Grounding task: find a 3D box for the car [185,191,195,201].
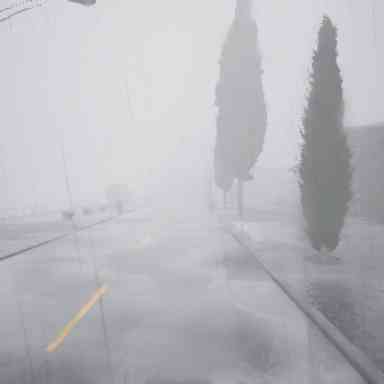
[{"bbox_3d":[-0.423,1.079,68.683,1.895,1.301,4.718,0,0,0],"label":"car"}]
